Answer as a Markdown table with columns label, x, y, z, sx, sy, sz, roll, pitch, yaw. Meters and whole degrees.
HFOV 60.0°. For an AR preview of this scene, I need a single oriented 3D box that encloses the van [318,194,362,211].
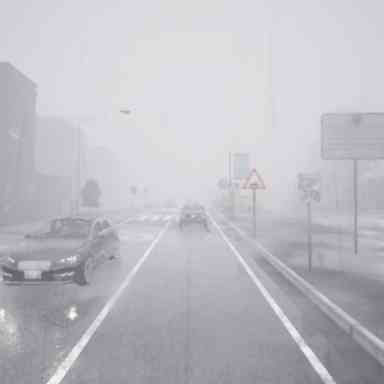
| label | x | y | z | sx | sy | sz | roll | pitch | yaw |
| --- | --- | --- | --- | --- | --- | --- | --- | --- | --- |
| van | 18.405 | 1.287 | 40.988 | 4.442 | 1.987 | 1.878 | 0 | -1 | 0 |

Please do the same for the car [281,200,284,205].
| label | x | y | z | sx | sy | sz | roll | pitch | yaw |
| --- | --- | --- | --- | --- | --- | --- | --- | --- | --- |
| car | 18.324 | 1.622 | 57.621 | 5.566 | 2.045 | 2.435 | 0 | -2 | -1 |

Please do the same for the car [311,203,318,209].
| label | x | y | z | sx | sy | sz | roll | pitch | yaw |
| --- | --- | --- | --- | --- | --- | --- | --- | --- | --- |
| car | 18.683 | 1.552 | 43.781 | 5.366 | 1.575 | 1.946 | 0 | -1 | 0 |

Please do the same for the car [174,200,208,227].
| label | x | y | z | sx | sy | sz | roll | pitch | yaw |
| --- | --- | --- | --- | --- | --- | --- | --- | --- | --- |
| car | 0.090 | 1.501 | 22.499 | 2.033 | 1.411 | 5.357 | 0 | 0 | 0 |

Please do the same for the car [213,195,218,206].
| label | x | y | z | sx | sy | sz | roll | pitch | yaw |
| --- | --- | --- | --- | --- | --- | --- | --- | --- | --- |
| car | 6.164 | 1.508 | 53.676 | 5.566 | 2.045 | 2.435 | 0 | -1 | -1 |

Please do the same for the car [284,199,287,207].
| label | x | y | z | sx | sy | sz | roll | pitch | yaw |
| --- | --- | --- | --- | --- | --- | --- | --- | --- | --- |
| car | 18.382 | 1.799 | 54.946 | 4.892 | 1.521 | 2.231 | 0 | -2 | -1 |

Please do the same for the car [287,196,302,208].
| label | x | y | z | sx | sy | sz | roll | pitch | yaw |
| --- | --- | --- | --- | --- | --- | --- | --- | --- | --- |
| car | 18.396 | 1.472 | 52.161 | 5.566 | 2.045 | 2.435 | 0 | -2 | -1 |

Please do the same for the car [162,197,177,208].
| label | x | y | z | sx | sy | sz | roll | pitch | yaw |
| --- | --- | --- | --- | --- | --- | --- | --- | --- | --- |
| car | -3.418 | 1.593 | 51.320 | 2.097 | 1.767 | 4.553 | 0 | -2 | 0 |

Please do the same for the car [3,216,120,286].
| label | x | y | z | sx | sy | sz | roll | pitch | yaw |
| --- | --- | --- | --- | --- | --- | --- | --- | --- | --- |
| car | -3.355 | 1.474 | 9.459 | 2.128 | 1.511 | 4.902 | 0 | 0 | 0 |

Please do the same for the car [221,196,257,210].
| label | x | y | z | sx | sy | sz | roll | pitch | yaw |
| --- | --- | --- | --- | --- | --- | --- | --- | --- | --- |
| car | 6.254 | 1.437 | 44.447 | 4.553 | 1.767 | 2.185 | 0 | -1 | -1 |

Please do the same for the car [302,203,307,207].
| label | x | y | z | sx | sy | sz | roll | pitch | yaw |
| --- | --- | --- | --- | --- | --- | --- | --- | --- | --- |
| car | 18.660 | 1.599 | 46.442 | 5.366 | 1.575 | 1.946 | 0 | -1 | -1 |

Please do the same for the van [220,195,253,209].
| label | x | y | z | sx | sy | sz | roll | pitch | yaw |
| --- | --- | --- | --- | --- | --- | --- | --- | --- | --- |
| van | 6.313 | 1.395 | 47.486 | 4.442 | 1.987 | 1.878 | 0 | -1 | -1 |

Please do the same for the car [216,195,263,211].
| label | x | y | z | sx | sy | sz | roll | pitch | yaw |
| --- | --- | --- | --- | --- | --- | --- | --- | --- | --- |
| car | 6.064 | 1.515 | 41.525 | 5.366 | 1.575 | 1.946 | 0 | -1 | 0 |
